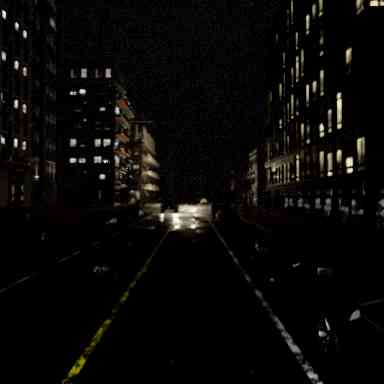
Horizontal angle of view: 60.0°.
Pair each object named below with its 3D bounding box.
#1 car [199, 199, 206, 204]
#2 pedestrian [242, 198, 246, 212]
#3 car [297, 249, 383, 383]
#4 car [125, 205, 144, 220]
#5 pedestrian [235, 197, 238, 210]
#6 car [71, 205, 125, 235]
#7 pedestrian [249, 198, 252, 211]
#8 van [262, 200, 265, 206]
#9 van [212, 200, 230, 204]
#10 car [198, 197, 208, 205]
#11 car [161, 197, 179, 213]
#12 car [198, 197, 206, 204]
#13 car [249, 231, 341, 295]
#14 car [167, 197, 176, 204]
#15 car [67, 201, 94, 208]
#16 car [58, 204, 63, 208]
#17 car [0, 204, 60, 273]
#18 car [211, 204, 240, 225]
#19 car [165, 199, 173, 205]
[{"bbox_3d":[2.803,2.484,87.366,1.802,1.307,4.206,0,-1,0],"label":"car"},{"bbox_3d":[7.192,1.728,45.592,0.375,1.860,0.375,0,-1,0],"label":"pedestrian"},{"bbox_3d":[2.664,1.596,3.060,1.947,1.339,4.313,0,-1,0],"label":"car"},{"bbox_3d":[-5.647,1.873,31.541,1.947,1.339,4.313,0,-1,0],"label":"car"},{"bbox_3d":[6.194,1.601,46.795,0.375,1.860,0.375,0,-1,0],"label":"pedestrian"},{"bbox_3d":[-5.662,1.739,20.164,1.887,1.381,4.507,0,-1,0],"label":"car"},{"bbox_3d":[8.193,1.703,46.191,0.375,1.860,0.375,0,-1,0],"label":"pedestrian"},{"bbox_3d":[14.976,2.017,60.760,3.998,1.788,1.690,0,-1,0],"label":"van"},{"bbox_3d":[2.701,1.648,31.507,1.690,1.788,3.998,0,-1,0],"label":"van"},{"bbox_3d":[2.789,2.306,76.459,1.752,1.417,4.829,0,-1,0],"label":"car"},{"bbox_3d":[-2.945,1.647,44.764,2.150,2.045,5.566,0,-1,0],"label":"car"},{"bbox_3d":[2.811,2.280,92.908,2.192,1.841,5.009,0,-1,0],"label":"car"},{"bbox_3d":[2.671,1.650,8.749,1.947,1.339,4.313,0,-1,0],"label":"car"},{"bbox_3d":[-5.570,2.280,92.918,2.192,1.841,5.009,0,-1,0],"label":"car"},{"bbox_3d":[-17.400,2.043,52.340,4.206,1.307,1.802,0,-1,0],"label":"car"},{"bbox_3d":[-22.892,1.976,52.335,4.829,1.417,1.752,0,-1,0],"label":"car"},{"bbox_3d":[-5.675,1.399,8.788,2.192,1.841,5.009,0,-1,0],"label":"car"},{"bbox_3d":[2.693,1.832,25.815,1.802,1.307,4.206,0,-1,0],"label":"car"},{"bbox_3d":[-5.585,2.363,81.667,1.752,1.417,4.829,0,-1,0],"label":"car"}]
